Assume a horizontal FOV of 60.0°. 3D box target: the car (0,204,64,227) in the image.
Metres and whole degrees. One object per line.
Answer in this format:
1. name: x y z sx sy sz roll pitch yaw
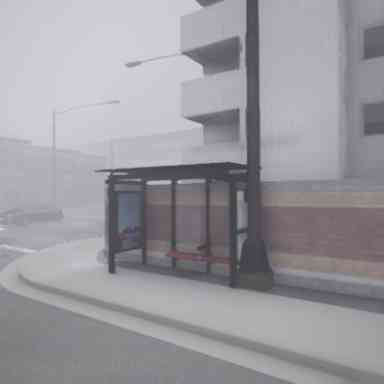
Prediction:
1. car: -10.955 1.496 22.731 1.994 1.385 4.181 -1 1 32
